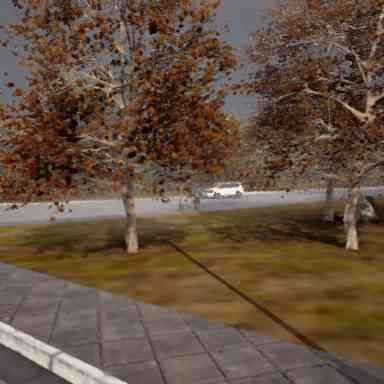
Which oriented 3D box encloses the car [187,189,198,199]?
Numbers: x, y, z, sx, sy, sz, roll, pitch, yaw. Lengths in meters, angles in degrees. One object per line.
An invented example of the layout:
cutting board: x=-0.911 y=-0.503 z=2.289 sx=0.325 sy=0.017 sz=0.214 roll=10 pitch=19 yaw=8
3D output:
car: x=1.330 y=0.095 z=44.871 sx=4.181 sy=1.385 sz=1.994 roll=-3 pitch=3 yaw=-31

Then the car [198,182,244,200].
car: x=4.012 y=-0.194 z=42.445 sx=5.566 sy=2.045 sz=2.150 roll=-3 pitch=3 yaw=-30
